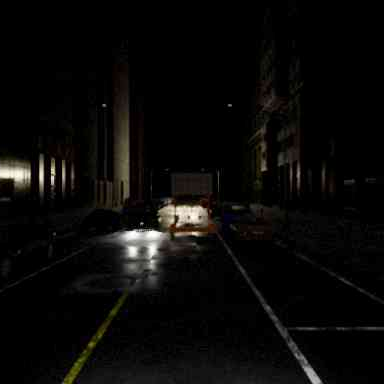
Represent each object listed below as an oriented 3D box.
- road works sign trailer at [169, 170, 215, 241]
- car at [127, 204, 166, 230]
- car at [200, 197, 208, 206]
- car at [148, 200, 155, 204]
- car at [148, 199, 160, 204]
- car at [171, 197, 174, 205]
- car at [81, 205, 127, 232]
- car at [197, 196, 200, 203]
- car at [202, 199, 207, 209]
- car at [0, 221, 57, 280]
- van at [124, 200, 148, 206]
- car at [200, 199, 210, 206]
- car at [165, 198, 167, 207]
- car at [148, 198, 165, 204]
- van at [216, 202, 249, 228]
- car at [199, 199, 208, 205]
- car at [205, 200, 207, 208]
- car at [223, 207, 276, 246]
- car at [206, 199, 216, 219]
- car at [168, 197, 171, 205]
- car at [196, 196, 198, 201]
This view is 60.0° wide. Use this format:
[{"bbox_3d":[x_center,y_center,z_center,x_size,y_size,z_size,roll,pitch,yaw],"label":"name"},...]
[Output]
[{"bbox_3d":[-0.003,0.636,17.907,2.380,3.560,2.880,0,-1,0],"label":"road works sign trailer"},{"bbox_3d":[-3.102,1.781,22.526,1.994,1.385,4.181,0,-1,0],"label":"car"},{"bbox_3d":[2.752,1.978,55.398,1.967,1.590,4.097,0,-1,0],"label":"car"},{"bbox_3d":[-5.770,1.938,38.476,1.947,1.339,4.313,0,-1,0],"label":"car"},{"bbox_3d":[-5.771,1.994,44.113,1.947,1.339,4.313,0,-1,0],"label":"car"},{"bbox_3d":[-5.777,2.199,77.933,1.967,1.590,4.097,0,-1,0],"label":"car"},{"bbox_3d":[-5.768,1.774,21.567,1.947,1.339,4.313,0,-1,0],"label":"car"},{"bbox_3d":[2.750,1.963,66.672,2.192,1.841,5.009,0,-1,0],"label":"car"},{"bbox_3d":[2.754,1.979,44.125,2.008,1.369,4.403,0,-1,0],"label":"car"},{"bbox_3d":[-5.766,1.643,10.294,1.887,1.381,4.507,0,-1,0],"label":"car"},{"bbox_3d":[-5.770,1.659,32.842,1.690,1.788,3.998,0,-1,0],"label":"van"},{"bbox_3d":[2.750,2.248,72.306,1.887,1.381,4.507,0,-1,0],"label":"car"},{"bbox_3d":[-5.773,2.083,55.386,1.887,1.381,4.507,0,-1,0],"label":"car"},{"bbox_3d":[-5.773,1.798,49.751,2.192,1.841,5.009,0,-1,0],"label":"car"},{"bbox_3d":[2.756,1.549,21.583,1.690,1.788,3.998,0,-1,0],"label":"van"},{"bbox_3d":[2.749,2.325,77.942,1.947,1.339,4.313,0,-1,0],"label":"car"},{"bbox_3d":[2.754,1.900,38.659,1.752,1.417,4.829,0,-1,0],"label":"car"},{"bbox_3d":[2.758,1.680,16.115,1.752,1.417,4.829,0,-1,0],"label":"car"},{"bbox_3d":[2.755,1.758,32.854,1.967,1.590,4.097,0,-1,0],"label":"car"},{"bbox_3d":[-5.775,2.088,66.660,1.967,1.590,4.097,0,-1,0],"label":"car"},{"bbox_3d":[2.747,2.310,89.214,1.967,1.590,4.097,0,-1,0],"label":"car"}]
